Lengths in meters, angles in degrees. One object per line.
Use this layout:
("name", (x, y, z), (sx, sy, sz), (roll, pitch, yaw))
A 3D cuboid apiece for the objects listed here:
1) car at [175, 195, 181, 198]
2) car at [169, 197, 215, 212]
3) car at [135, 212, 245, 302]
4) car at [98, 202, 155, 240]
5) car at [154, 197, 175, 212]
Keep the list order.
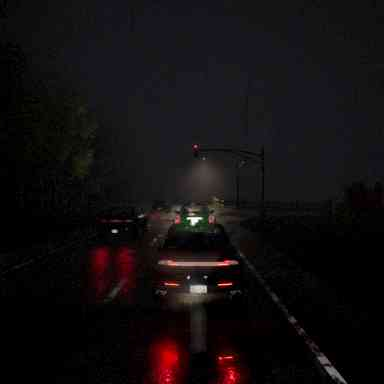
("car", (-3.345, 1.541, 80.117), (2.033, 1.411, 5.357), (0, 0, 0))
("car", (0.132, 1.356, 17.420), (2.097, 1.767, 4.553), (0, 0, 0))
("car", (0.116, 1.494, 8.270), (2.128, 1.511, 4.902), (0, 0, 0))
("car", (-3.368, 1.495, 16.967), (2.128, 1.511, 4.902), (0, 0, 0))
("car", (-3.330, 1.499, 36.940), (2.128, 1.511, 4.902), (0, 0, 0))
